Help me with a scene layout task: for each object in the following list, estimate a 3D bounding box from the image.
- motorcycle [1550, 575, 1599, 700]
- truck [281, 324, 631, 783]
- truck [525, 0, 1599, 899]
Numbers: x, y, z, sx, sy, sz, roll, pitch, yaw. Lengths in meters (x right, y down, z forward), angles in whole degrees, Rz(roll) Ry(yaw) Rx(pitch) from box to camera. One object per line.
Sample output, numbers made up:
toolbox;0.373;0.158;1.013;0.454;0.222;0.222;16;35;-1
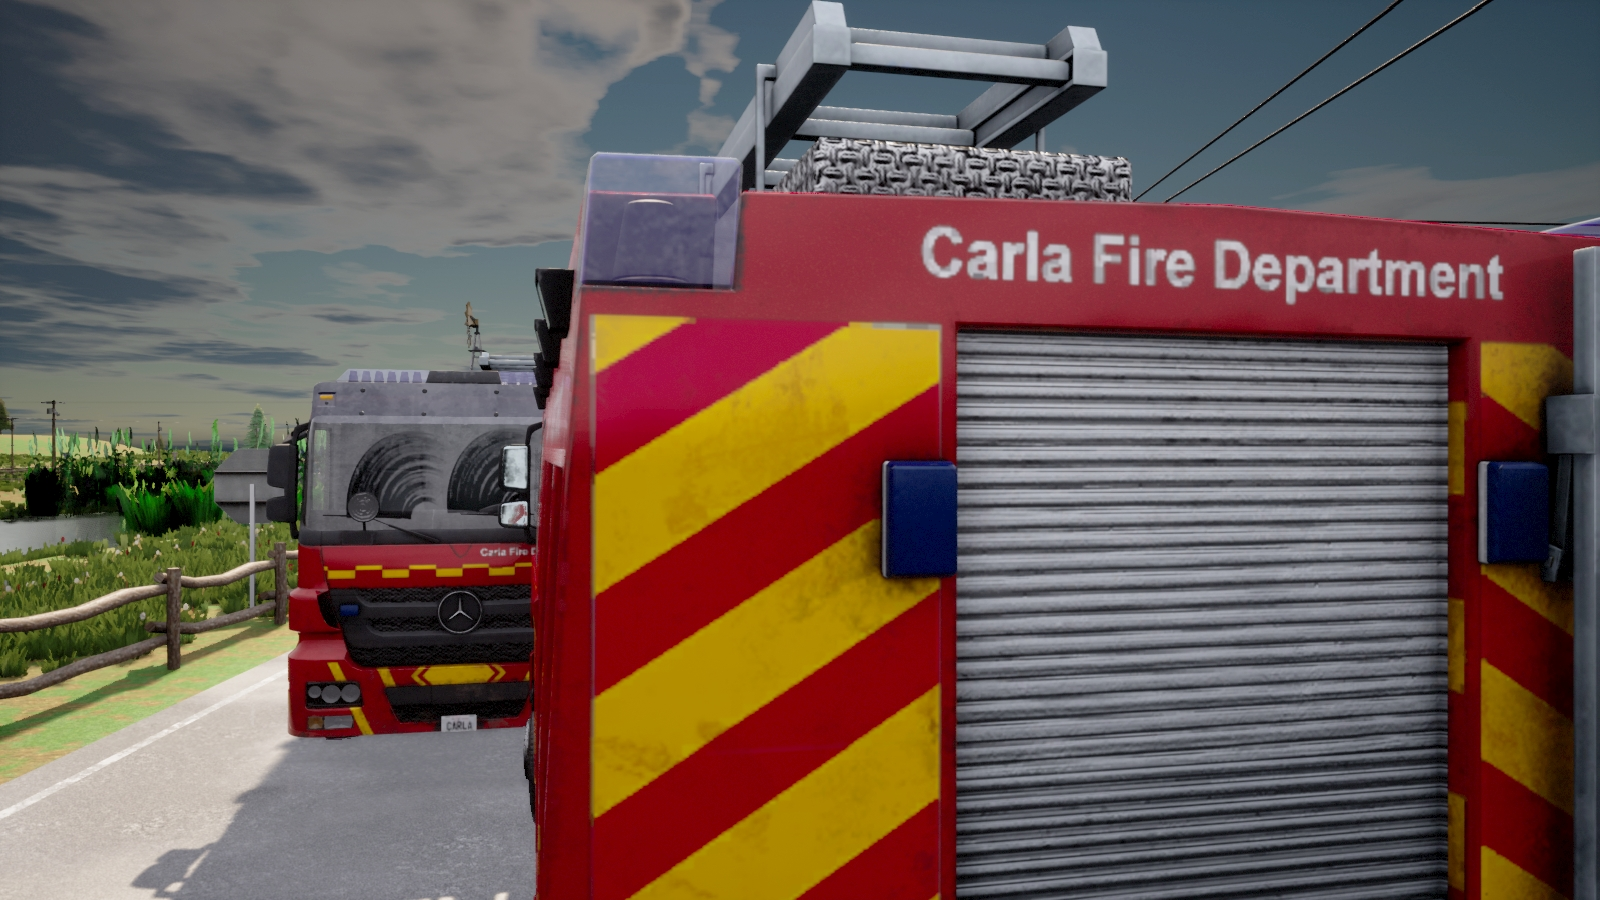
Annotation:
motorcycle;9.818;2.142;13.187;1.805;1.316;0.856;0;0;-7
truck;-3.883;0.862;13.981;2.891;3.827;8.468;0;0;-13
truck;-0.143;0.866;6.874;2.891;3.827;8.468;0;0;-13
